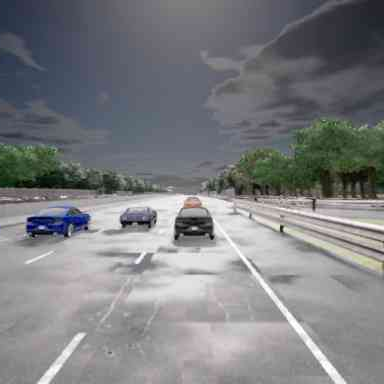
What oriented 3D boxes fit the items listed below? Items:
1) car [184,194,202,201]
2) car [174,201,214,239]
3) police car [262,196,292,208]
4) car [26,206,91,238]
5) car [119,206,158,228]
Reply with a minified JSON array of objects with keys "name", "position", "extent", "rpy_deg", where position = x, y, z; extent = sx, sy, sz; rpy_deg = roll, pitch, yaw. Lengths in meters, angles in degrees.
[{"name":"car","position":[0.108,1.360,38.253],"extent":[2.097,1.767,4.553],"rpy_deg":[0,0,0]},{"name":"car","position":[0.104,1.480,17.399],"extent":[1.882,1.535,5.008],"rpy_deg":[0,0,0]},{"name":"police car","position":[11.136,1.375,44.351],"extent":[2.038,1.542,4.974],"rpy_deg":[0,0,-19]},{"name":"car","position":[-6.897,1.480,17.745],"extent":[1.882,1.535,5.008],"rpy_deg":[0,0,0]},{"name":"car","position":[-3.395,1.603,22.052],"extent":[1.895,1.301,4.718],"rpy_deg":[0,0,0]}]
